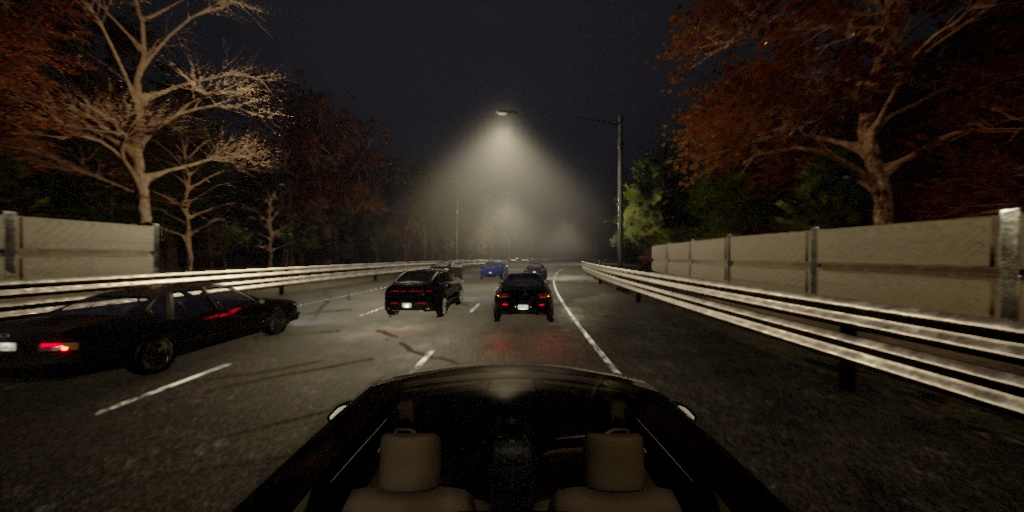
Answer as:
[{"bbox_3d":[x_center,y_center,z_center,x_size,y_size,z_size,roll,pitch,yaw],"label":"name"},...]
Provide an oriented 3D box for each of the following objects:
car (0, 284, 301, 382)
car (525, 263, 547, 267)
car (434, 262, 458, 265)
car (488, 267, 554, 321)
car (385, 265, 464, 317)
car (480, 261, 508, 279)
[{"bbox_3d":[-6.789,1.277,7.368,2.033,1.411,5.357,0,0,1],"label":"car"},{"bbox_3d":[2.103,1.298,31.780,1.994,1.385,4.181,0,0,7],"label":"car"},{"bbox_3d":[-5.251,1.193,29.160,2.128,1.511,4.902,0,0,6],"label":"car"},{"bbox_3d":[0.405,1.269,12.338,1.812,1.442,4.674,0,0,2],"label":"car"},{"bbox_3d":[-3.042,1.237,13.171,1.837,1.490,4.892,0,0,3],"label":"car"},{"bbox_3d":[-1.467,1.194,31.418,1.882,1.535,5.008,0,0,7],"label":"car"}]
